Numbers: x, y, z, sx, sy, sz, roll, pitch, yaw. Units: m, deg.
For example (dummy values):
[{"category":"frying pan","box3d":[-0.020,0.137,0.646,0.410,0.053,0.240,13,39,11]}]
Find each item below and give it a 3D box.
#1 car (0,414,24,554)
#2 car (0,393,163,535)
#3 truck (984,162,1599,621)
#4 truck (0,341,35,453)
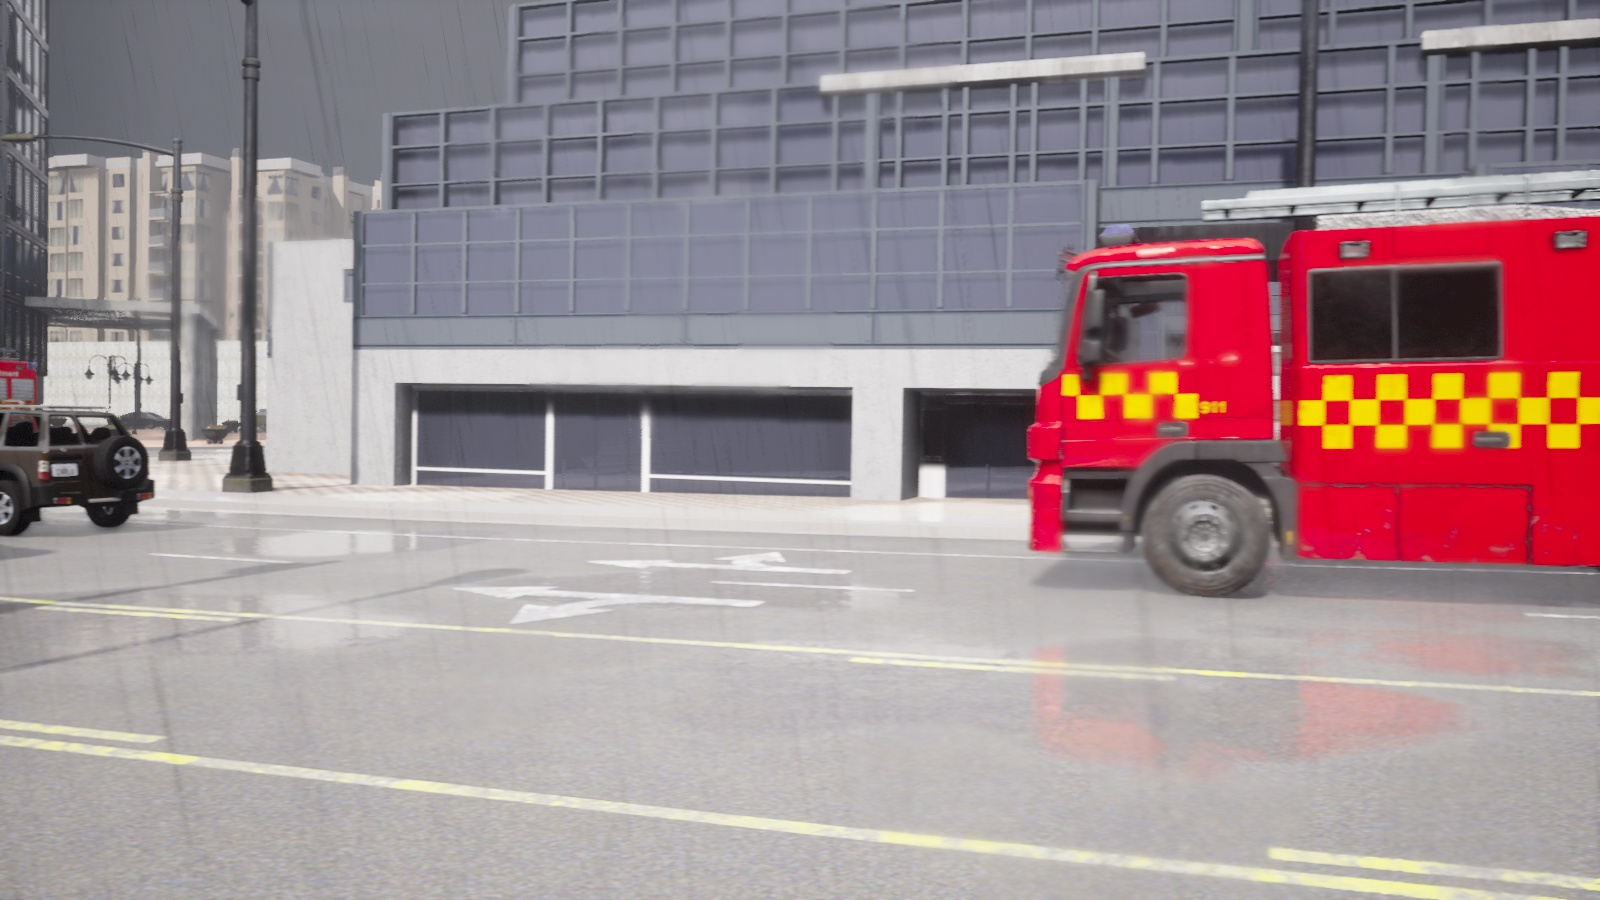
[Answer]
[{"category":"car","box3d":[-11.750,0.319,14.449,5.366,1.575,1.801,2,1,19]},{"category":"car","box3d":[-11.838,0.113,18.231,4.605,1.855,1.932,2,1,19]},{"category":"truck","box3d":[6.257,-0.512,12.149,8.468,3.827,2.891,0,1,19]},{"category":"truck","box3d":[-29.642,-1.820,40.571,2.891,3.827,8.468,2,1,19]}]
